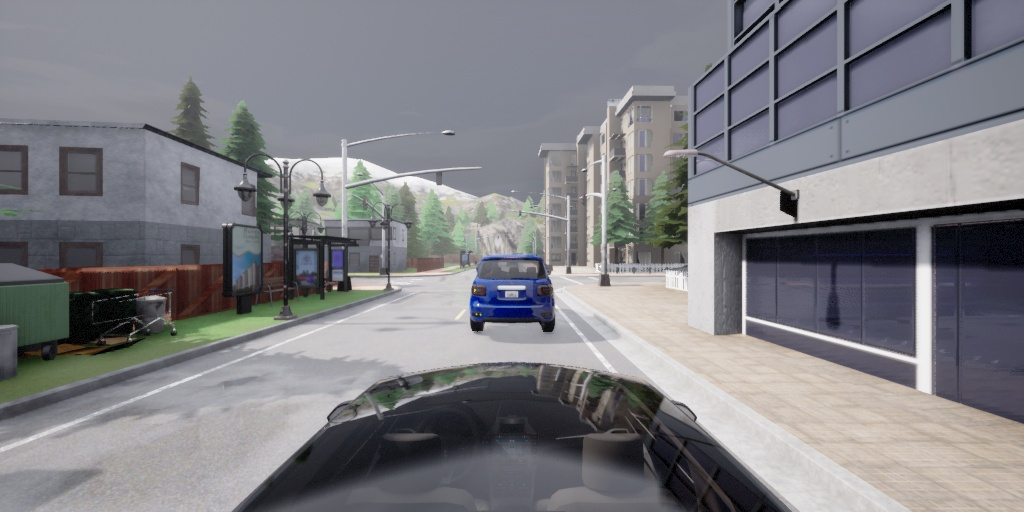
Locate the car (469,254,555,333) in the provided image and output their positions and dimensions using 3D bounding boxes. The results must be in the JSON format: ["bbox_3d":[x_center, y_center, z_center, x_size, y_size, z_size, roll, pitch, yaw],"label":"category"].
[{"bbox_3d":[0.051,0.971,10.905,2.150,2.045,5.566,0,0,1],"label":"car"}]

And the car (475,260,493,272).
[{"bbox_3d":[-3.598,1.297,47.243,2.033,1.411,5.357,0,0,0],"label":"car"}]

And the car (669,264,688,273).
[{"bbox_3d":[16.501,1.270,31.822,4.892,1.490,1.837,0,0,-2],"label":"car"}]

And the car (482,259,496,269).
[{"bbox_3d":[-3.592,1.227,57.164,1.882,1.535,5.008,0,0,0],"label":"car"}]
